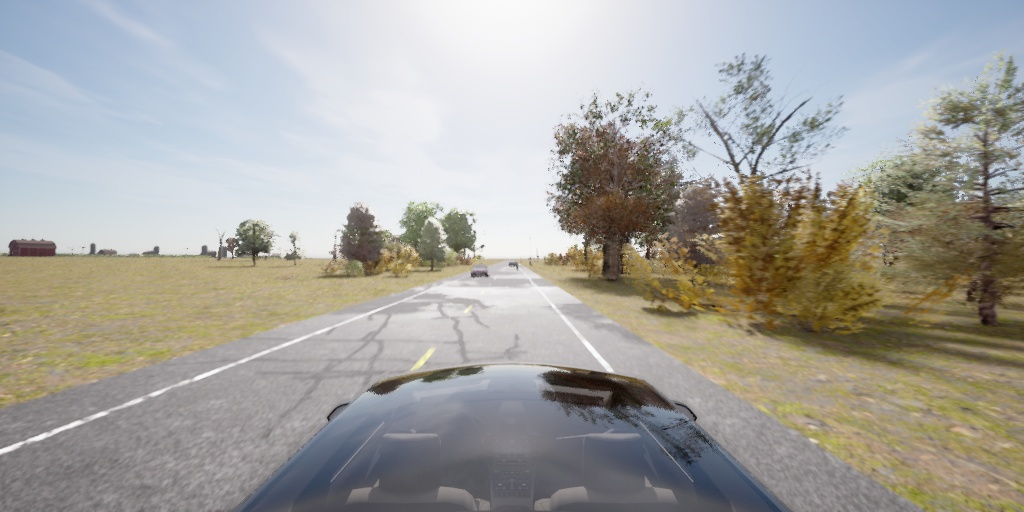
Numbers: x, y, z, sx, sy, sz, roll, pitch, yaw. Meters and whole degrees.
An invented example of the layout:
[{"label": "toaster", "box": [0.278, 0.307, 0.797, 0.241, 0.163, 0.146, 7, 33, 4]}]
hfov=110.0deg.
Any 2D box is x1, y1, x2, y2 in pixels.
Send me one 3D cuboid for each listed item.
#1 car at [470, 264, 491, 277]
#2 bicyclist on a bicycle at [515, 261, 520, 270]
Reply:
[{"label": "car", "box": [-3.568, 1.635, 40.654, 1.812, 1.442, 4.674, 0, -1, 0]}, {"label": "bicyclist on a bicycle", "box": [0.980, 1.759, 64.617, 0.866, 1.612, 1.509, 0, -1, 0]}]
